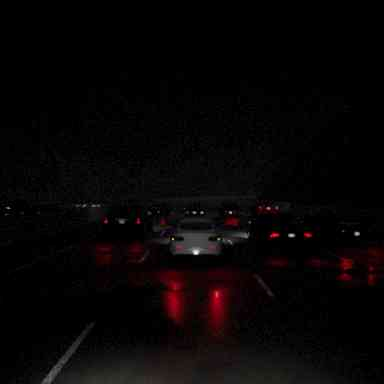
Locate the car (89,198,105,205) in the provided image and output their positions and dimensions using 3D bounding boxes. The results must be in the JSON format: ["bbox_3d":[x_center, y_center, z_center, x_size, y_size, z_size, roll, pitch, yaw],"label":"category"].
[{"bbox_3d":[-20.379,2.004,73.824,2.128,1.511,4.902,0,0,3],"label":"car"}]

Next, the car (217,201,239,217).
[{"bbox_3d":[3.750,1.753,34.605,1.837,1.490,4.892,0,0,0],"label":"car"}]

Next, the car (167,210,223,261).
[{"bbox_3d":[0.137,1.615,12.501,1.812,1.442,4.674,0,0,0],"label":"car"}]

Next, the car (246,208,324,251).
[{"bbox_3d":[3.656,1.655,14.638,2.033,1.411,5.357,0,0,0],"label":"car"}]

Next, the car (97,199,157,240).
[{"bbox_3d":[-3.328,1.477,17.972,2.097,1.767,4.553,0,0,0],"label":"car"}]

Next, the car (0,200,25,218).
[{"bbox_3d":[-17.456,1.563,31.969,2.097,1.767,4.553,0,0,0],"label":"car"}]

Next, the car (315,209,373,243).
[{"bbox_3d":[7.165,1.617,16.823,2.128,1.511,4.902,0,-1,0],"label":"car"}]

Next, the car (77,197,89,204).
[{"bbox_3d":[-23.871,1.951,74.071,1.882,1.535,5.008,0,0,3],"label":"car"}]

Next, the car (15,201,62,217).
[{"bbox_3d":[-13.963,1.757,31.263,2.033,1.411,5.357,0,0,0],"label":"car"}]

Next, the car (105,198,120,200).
[{"bbox_3d":[-16.888,2.009,73.578,2.128,1.511,4.902,0,0,3],"label":"car"}]

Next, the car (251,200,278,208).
[{"bbox_3d":[7.243,1.594,33.423,2.097,1.767,4.553,0,-1,0],"label":"car"}]

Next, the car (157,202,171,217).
[{"bbox_3d":[-3.251,1.733,34.544,2.128,1.511,4.902,0,0,0],"label":"car"}]

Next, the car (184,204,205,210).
[{"bbox_3d":[0.225,1.758,29.651,2.033,1.411,5.357,0,0,0],"label":"car"}]
